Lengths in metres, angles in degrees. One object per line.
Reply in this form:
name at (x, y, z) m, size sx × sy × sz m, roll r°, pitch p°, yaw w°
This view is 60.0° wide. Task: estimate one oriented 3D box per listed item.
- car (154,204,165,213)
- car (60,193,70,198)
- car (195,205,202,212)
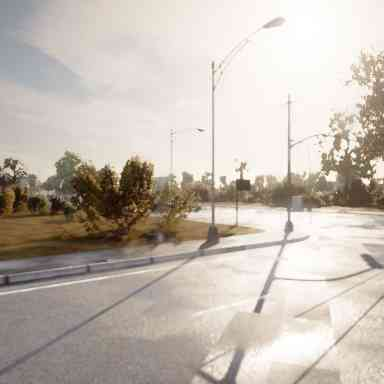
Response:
car at (-3.744, 1.474, 36.396) m, size 2.128 × 1.511 × 4.902 m, roll 0°, pitch 0°, yaw -39°
car at (-29.864, 1.514, 80.843) m, size 2.033 × 1.411 × 5.357 m, roll 0°, pitch 0°, yaw -37°
car at (-0.730, 1.543, 38.233) m, size 1.994 × 1.385 × 4.181 m, roll 0°, pitch 0°, yaw -39°
